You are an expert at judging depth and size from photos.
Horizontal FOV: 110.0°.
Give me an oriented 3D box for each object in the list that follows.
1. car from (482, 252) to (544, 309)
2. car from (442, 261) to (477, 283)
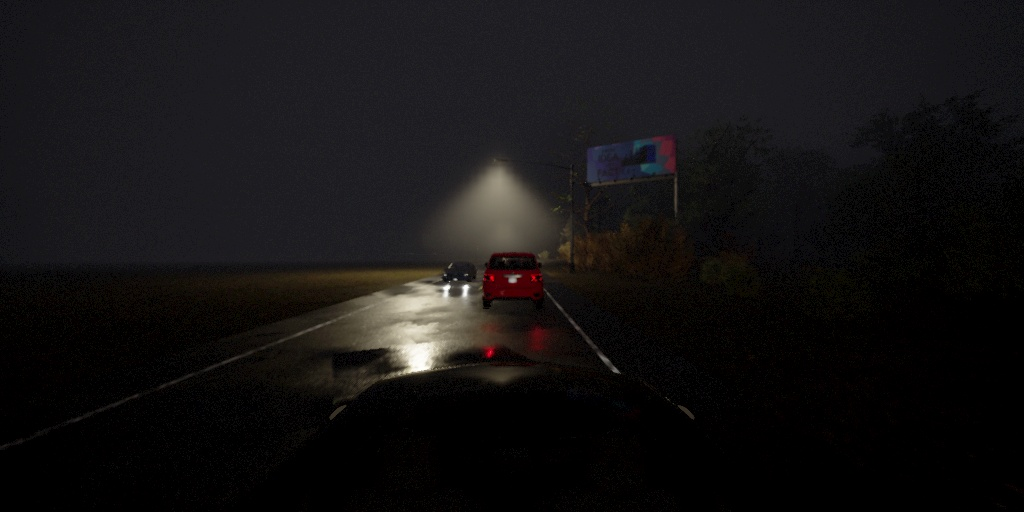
[{"bbox_3d":[0.045,0.845,14.366,2.150,2.045,5.566,0,1,0],"label":"car"},{"bbox_3d":[-3.527,1.062,25.073,2.033,1.411,5.357,0,1,0],"label":"car"}]
